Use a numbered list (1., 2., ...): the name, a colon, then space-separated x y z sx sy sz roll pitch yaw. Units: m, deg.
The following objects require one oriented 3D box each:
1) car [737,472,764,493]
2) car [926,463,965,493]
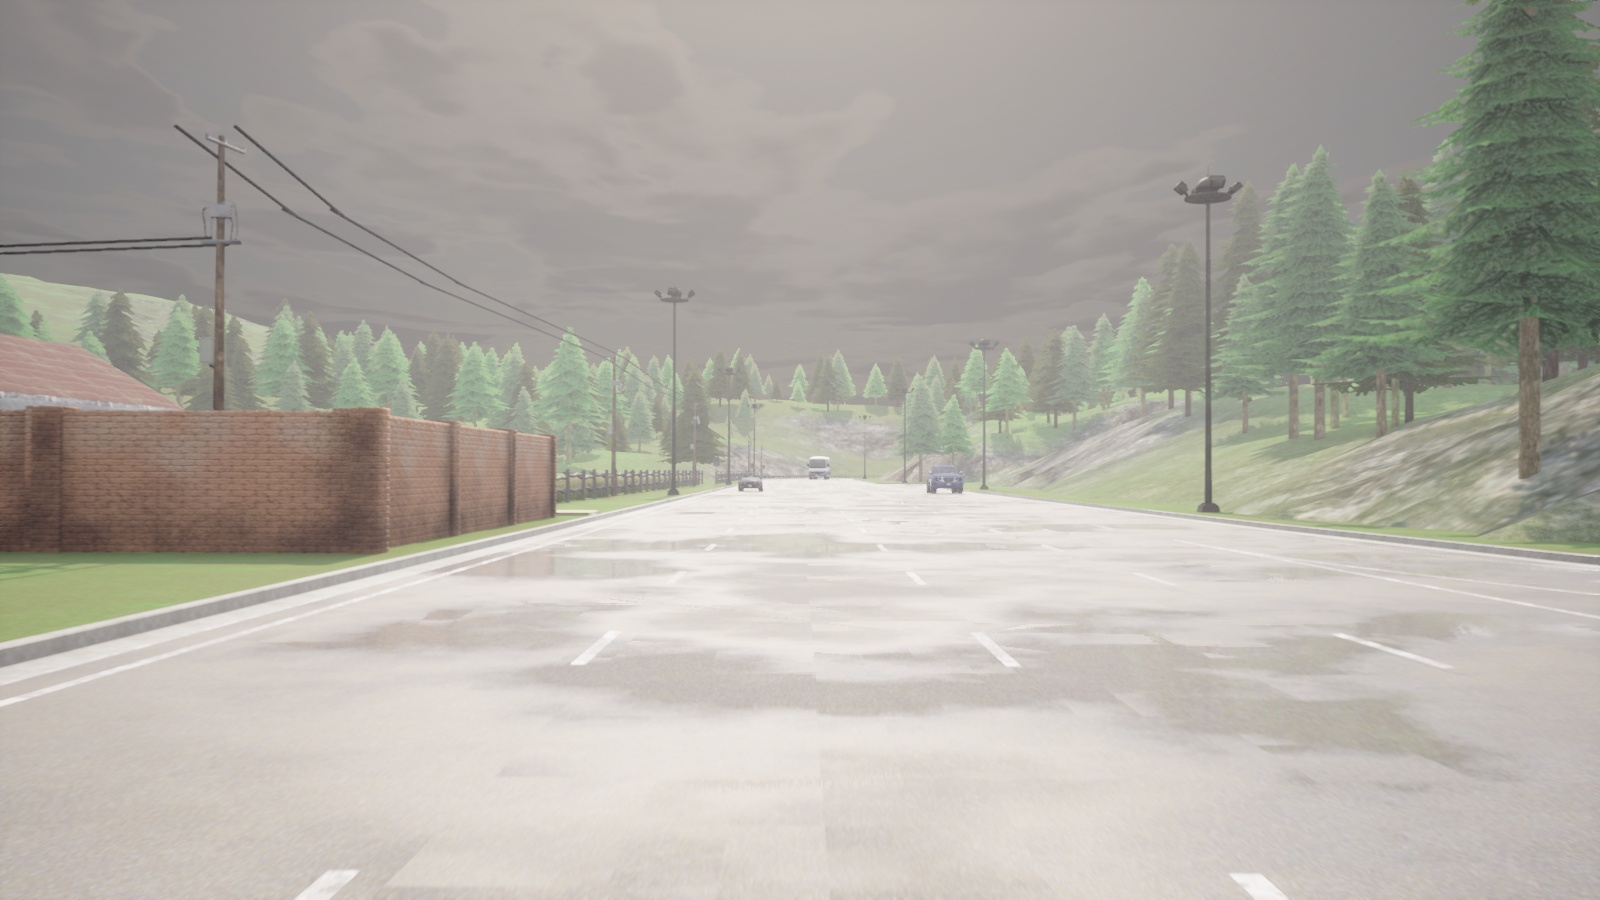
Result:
1. car: -3.685 2.423 94.354 1.816 1.474 4.193 0 -1 0
2. car: 10.317 1.989 89.415 2.150 2.045 5.566 0 -1 0
